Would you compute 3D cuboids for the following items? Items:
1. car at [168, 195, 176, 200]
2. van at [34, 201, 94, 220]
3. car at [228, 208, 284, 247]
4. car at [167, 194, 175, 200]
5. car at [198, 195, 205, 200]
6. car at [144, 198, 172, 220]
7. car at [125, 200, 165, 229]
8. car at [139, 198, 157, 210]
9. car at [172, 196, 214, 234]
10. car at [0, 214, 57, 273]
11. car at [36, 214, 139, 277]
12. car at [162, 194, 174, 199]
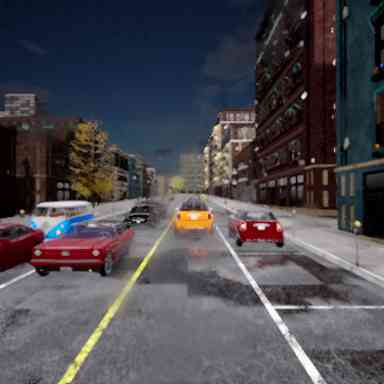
[{"bbox_3d":[-5.626,1.449,94.458,1.947,1.339,4.313,1,0,0],"label":"car"},{"bbox_3d":[-5.663,1.321,14.844,1.690,1.788,3.998,1,0,0],"label":"van"},{"bbox_3d":[2.714,1.420,14.900,1.967,1.590,4.097,1,0,0],"label":"car"},{"bbox_3d":[-5.627,1.329,88.771,1.967,1.590,4.097,1,0,0],"label":"car"},{"bbox_3d":[2.754,1.465,94.514,1.802,1.307,4.206,1,0,0],"label":"car"},{"bbox_3d":[-2.985,1.505,27.532,1.837,1.490,4.892,0,0,0],"label":"car"},{"bbox_3d":[-3.076,1.476,21.534,1.837,1.490,4.892,0,0,0],"label":"car"},{"bbox_3d":[-5.653,1.524,43.278,1.802,1.307,4.206,1,0,0],"label":"car"},{"bbox_3d":[0.112,1.325,19.160,2.097,1.767,4.553,0,0,0],"label":"car"},{"bbox_3d":[-5.671,1.532,9.157,1.887,1.381,4.507,1,0,0],"label":"car"},{"bbox_3d":[-3.089,1.586,10.381,1.895,1.301,4.718,0,0,0],"label":"car"},{"bbox_3d":[-5.636,1.347,71.710,1.967,1.590,4.097,1,0,0],"label":"car"}]
